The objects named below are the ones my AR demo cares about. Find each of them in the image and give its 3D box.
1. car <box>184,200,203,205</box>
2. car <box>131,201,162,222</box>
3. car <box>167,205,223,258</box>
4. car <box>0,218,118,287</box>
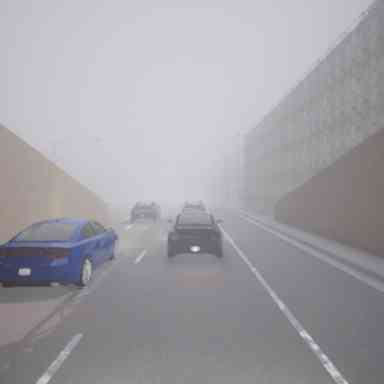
[{"bbox_3d":[0.103,1.406,26.443,2.128,1.511,4.902,0,0,0],"label":"car"},{"bbox_3d":[-3.397,1.409,25.165,2.128,1.511,4.902,0,0,0],"label":"car"},{"bbox_3d":[0.102,1.465,12.540,1.837,1.490,4.892,0,0,0],"label":"car"},{"bbox_3d":[-3.399,1.447,9.234,1.882,1.535,5.008,0,0,0],"label":"car"}]
